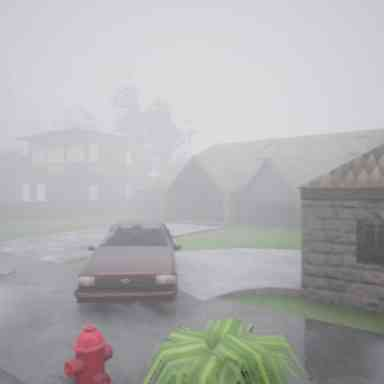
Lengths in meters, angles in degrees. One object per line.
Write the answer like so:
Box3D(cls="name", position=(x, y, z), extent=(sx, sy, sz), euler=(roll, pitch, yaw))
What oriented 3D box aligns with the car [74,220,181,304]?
Box3D(cls="car", position=(-1.341, 1.435, 8.283), extent=(2.033, 1.415, 5.357), euler=(0, 0, -4))
